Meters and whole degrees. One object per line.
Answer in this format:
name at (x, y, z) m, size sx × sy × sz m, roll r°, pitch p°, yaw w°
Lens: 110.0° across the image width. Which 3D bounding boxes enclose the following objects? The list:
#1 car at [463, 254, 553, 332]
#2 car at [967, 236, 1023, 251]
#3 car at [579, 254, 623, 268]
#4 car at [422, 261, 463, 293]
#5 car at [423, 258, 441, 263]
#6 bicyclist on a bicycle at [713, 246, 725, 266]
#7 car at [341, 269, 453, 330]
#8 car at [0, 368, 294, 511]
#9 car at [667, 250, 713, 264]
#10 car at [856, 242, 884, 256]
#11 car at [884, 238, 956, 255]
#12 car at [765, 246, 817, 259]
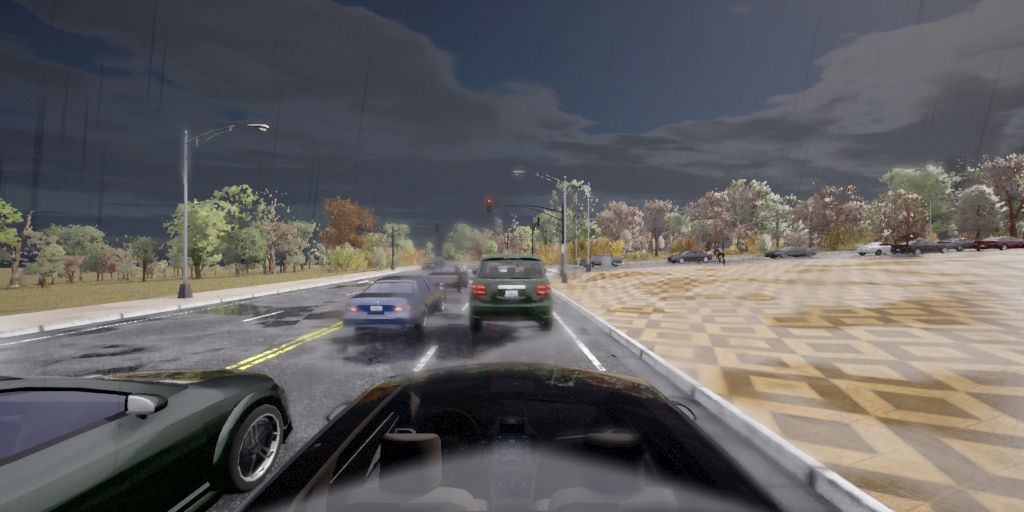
car at (-0.060, 0.977, 11.089) m, size 2.150 × 2.045 × 5.566 m, roll 0°, pitch 0°, yaw -1°
car at (51.168, -1.314, 37.416) m, size 5.008 × 1.535 × 1.882 m, roll -3°, pitch 0°, yaw -7°
car at (10.041, 0.543, 40.746) m, size 4.902 × 1.511 × 2.128 m, roll -3°, pitch 0°, yaw -3°
car at (-3.617, 1.257, 20.839) m, size 2.128 × 1.511 × 4.902 m, roll 0°, pitch 0°, yaw 0°
car at (-12.527, 1.407, 54.823) m, size 1.994 × 1.385 × 4.181 m, roll 0°, pitch 0°, yaw -5°
bicyclist on a bicycle at (17.409, 0.005, 30.187) m, size 0.582 × 1.620 × 1.656 m, roll -2°, pitch 0°, yaw -3°
car at (-3.308, 1.303, 11.092) m, size 2.033 × 1.411 × 5.357 m, roll 0°, pitch 0°, yaw -1°
car at (-3.173, 1.314, 1.870) m, size 1.994 × 1.385 × 4.181 m, roll 0°, pitch 0°, yaw 0°
car at (20.439, 0.082, 41.283) m, size 4.892 × 1.490 × 1.837 m, roll -3°, pitch 0°, yaw -3°
car at (40.587, -0.804, 39.485) m, size 4.674 × 1.442 × 1.812 m, roll -3°, pitch 0°, yaw -6°
car at (41.249, -0.878, 36.286) m, size 5.008 × 1.535 × 1.882 m, roll -3°, pitch 0°, yaw -5°
car at (32.779, -0.435, 42.165) m, size 5.357 × 1.411 × 2.033 m, roll -3°, pitch 0°, yaw -5°
